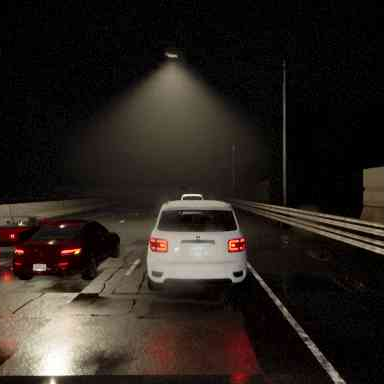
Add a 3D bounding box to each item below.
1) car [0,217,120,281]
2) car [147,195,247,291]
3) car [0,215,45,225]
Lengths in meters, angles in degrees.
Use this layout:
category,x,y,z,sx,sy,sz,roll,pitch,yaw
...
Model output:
category,x,y,z,sx,sy,sz,roll,pitch,yaw
car,-3.415,1.526,9.770,1.812,1.442,4.674,0,0,0
car,0.093,1.222,9.146,2.150,2.045,5.566,0,0,0
car,-6.924,1.602,13.974,1.895,1.301,4.718,0,0,0
